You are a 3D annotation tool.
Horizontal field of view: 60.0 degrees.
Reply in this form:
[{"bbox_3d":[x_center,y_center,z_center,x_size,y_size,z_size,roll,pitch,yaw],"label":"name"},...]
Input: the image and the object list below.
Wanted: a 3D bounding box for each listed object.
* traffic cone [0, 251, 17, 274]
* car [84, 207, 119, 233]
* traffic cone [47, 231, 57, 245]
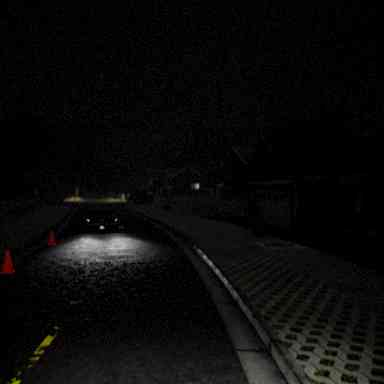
[{"bbox_3d":[-5.106,1.935,9.223,0.340,0.580,0.340,0,0,-8],"label":"traffic cone"},{"bbox_3d":[-5.332,1.554,19.550,1.895,1.301,4.718,0,0,-17],"label":"car"},{"bbox_3d":[-5.910,1.923,14.001,0.340,0.580,0.340,0,0,-11],"label":"traffic cone"}]
